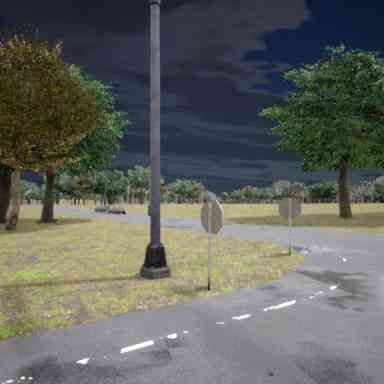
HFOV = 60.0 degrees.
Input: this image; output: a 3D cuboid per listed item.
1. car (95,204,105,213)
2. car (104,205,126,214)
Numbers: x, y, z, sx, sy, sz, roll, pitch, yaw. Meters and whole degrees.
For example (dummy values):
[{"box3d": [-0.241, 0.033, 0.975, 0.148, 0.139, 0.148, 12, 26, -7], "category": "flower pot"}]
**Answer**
[{"box3d": [-16.407, 3.039, 61.199, 2.128, 1.511, 4.902, 2, -2, -33], "category": "car"}, {"box3d": [-12.599, 2.998, 55.423, 1.994, 1.385, 4.181, 2, -2, -32], "category": "car"}]
